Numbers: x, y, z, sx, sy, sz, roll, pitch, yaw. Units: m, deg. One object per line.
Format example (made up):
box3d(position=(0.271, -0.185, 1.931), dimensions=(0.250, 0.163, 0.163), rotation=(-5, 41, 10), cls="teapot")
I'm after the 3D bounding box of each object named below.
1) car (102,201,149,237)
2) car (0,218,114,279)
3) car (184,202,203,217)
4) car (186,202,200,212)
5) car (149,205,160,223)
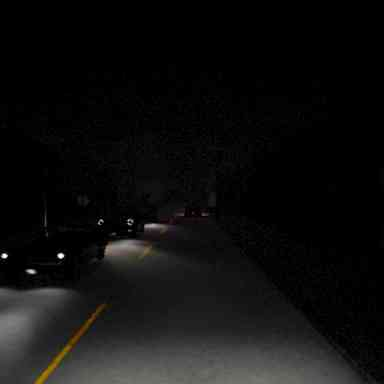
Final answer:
box3d(position=(-4.085, 1.630, 19.666), dimensions=(2.097, 1.767, 4.553), rotation=(0, -1, 0), cls="car")
box3d(position=(-4.095, 1.753, 10.701), dimensions=(1.895, 1.301, 4.718), rotation=(0, -1, 0), cls="car")
box3d(position=(0.123, 2.057, 37.720), dimensions=(1.812, 1.442, 4.674), rotation=(0, -1, 0), cls="car")
box3d(position=(0.124, 2.258, 50.513), dimensions=(2.033, 1.411, 5.357), rotation=(0, -1, 0), cls="car")
box3d(position=(-4.054, 1.946, 29.816), dimensions=(1.812, 1.442, 4.674), rotation=(0, -1, 0), cls="car")
